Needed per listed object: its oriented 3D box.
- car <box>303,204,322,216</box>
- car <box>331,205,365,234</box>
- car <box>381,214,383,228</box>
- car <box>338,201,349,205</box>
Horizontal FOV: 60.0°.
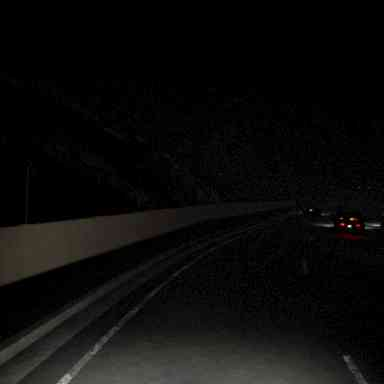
[{"bbox_3d":[14.772,2.146,40.828,1.994,1.385,4.181,2,0,24],"label":"car"},{"bbox_3d":[10.724,1.909,22.838,1.837,1.490,4.892,2,0,23],"label":"car"},{"bbox_3d":[15.342,2.122,24.709,1.994,1.385,4.181,2,0,23],"label":"car"},{"bbox_3d":[17.950,2.174,39.357,2.128,1.511,4.902,2,0,24],"label":"car"}]
